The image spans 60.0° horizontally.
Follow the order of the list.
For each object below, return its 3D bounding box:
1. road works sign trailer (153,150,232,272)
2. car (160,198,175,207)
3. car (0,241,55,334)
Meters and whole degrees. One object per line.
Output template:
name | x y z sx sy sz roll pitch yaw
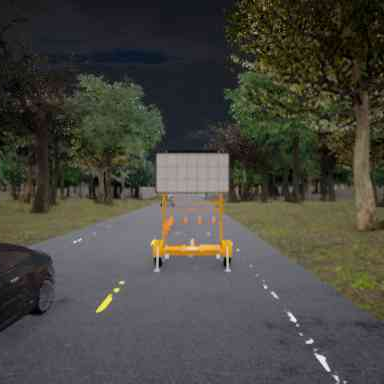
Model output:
road works sign trailer | 0.020 0.453 10.780 2.380 3.560 2.880 0 0 0
car | -3.502 1.513 48.055 1.895 1.301 4.718 0 0 0
car | -3.591 1.521 4.840 1.812 1.442 4.674 0 0 0
